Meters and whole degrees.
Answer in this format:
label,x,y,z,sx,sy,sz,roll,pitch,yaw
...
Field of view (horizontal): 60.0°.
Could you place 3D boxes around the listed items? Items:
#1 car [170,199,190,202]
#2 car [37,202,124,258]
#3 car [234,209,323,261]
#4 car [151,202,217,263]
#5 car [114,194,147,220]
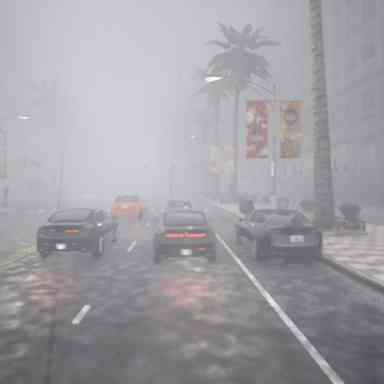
label,x,y,z,sx,sy,sz,roll,pitch,yaw
car,-0.784,1.164,21.518,2.033,1.411,5.357,0,1,-3
car,-3.875,1.308,11.963,1.837,1.490,4.892,0,0,-3
car,2.746,1.289,11.444,2.161,1.482,4.786,0,1,-3
car,-0.292,1.303,11.212,1.837,1.490,4.892,0,1,-3
car,-4.415,0.953,23.624,2.097,1.767,4.553,0,1,-3
